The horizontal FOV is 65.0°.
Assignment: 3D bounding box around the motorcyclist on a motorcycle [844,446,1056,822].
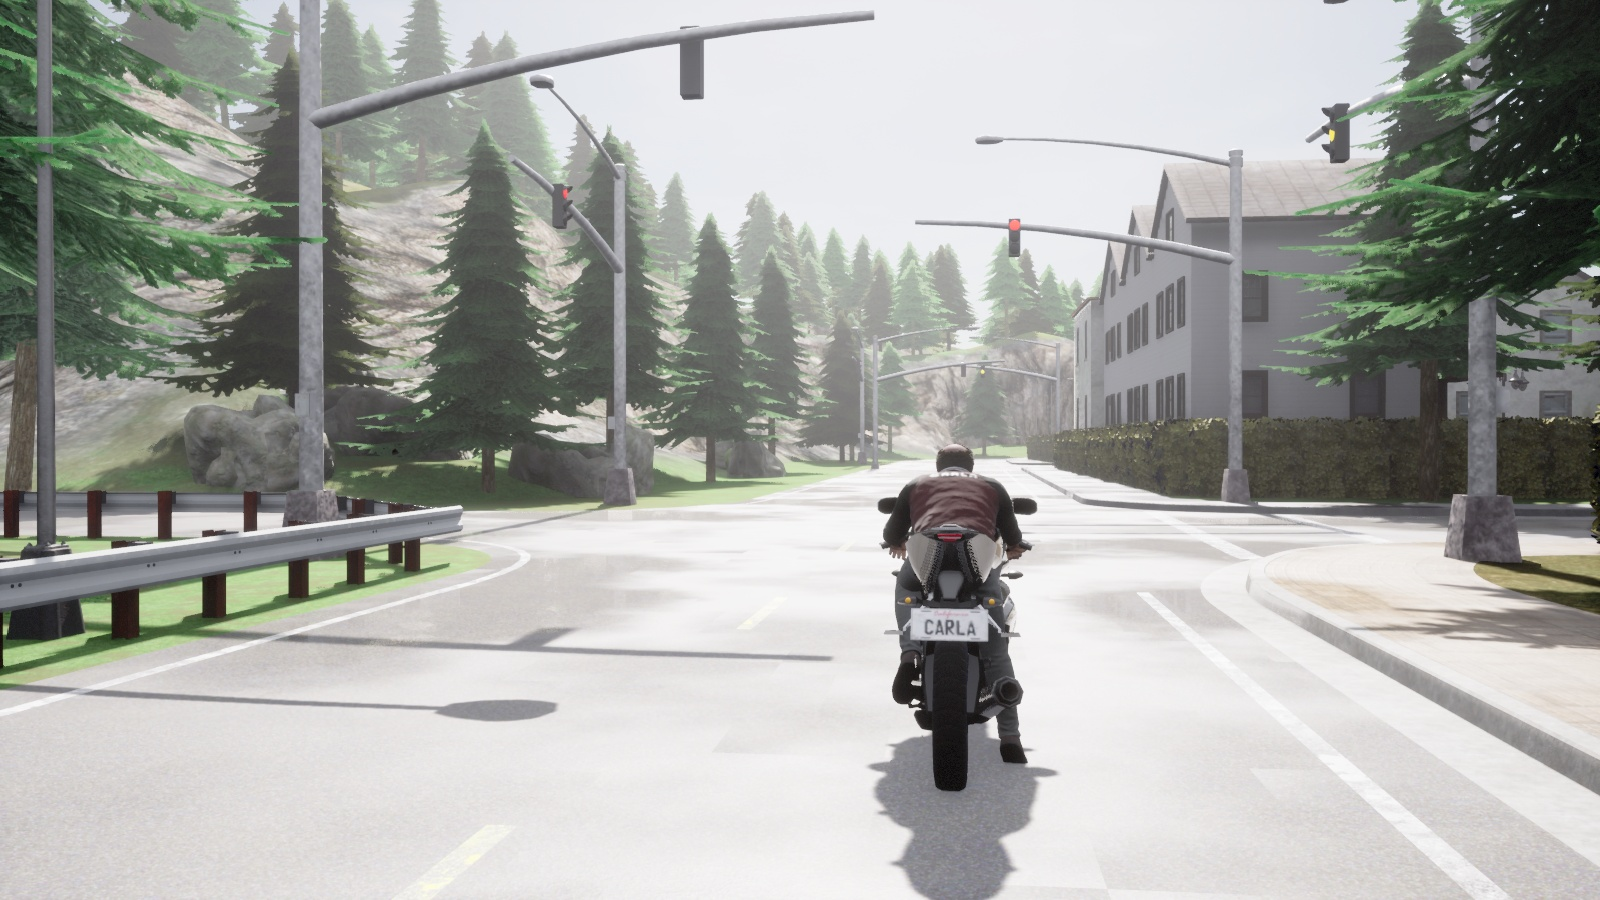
[{"bbox_3d":[0.770,0.747,6.268,0.866,1.530,2.191,0,0,8],"label":"motorcyclist on a motorcycle"}]
